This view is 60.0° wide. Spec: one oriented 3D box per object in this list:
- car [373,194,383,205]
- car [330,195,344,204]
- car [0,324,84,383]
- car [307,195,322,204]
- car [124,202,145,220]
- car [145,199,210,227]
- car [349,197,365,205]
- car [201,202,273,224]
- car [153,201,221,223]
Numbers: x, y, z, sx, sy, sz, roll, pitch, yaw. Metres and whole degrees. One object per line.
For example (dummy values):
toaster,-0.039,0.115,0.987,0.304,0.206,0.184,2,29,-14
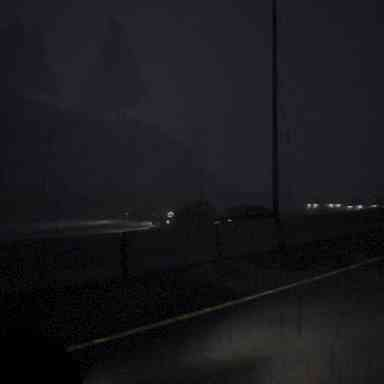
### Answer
car,29.423,1.154,51.561,2.097,1.767,4.553,0,0,32
car,25.479,1.313,58.458,2.128,1.511,4.902,0,0,31
car,-3.043,1.509,1.615,4.902,1.511,2.128,0,0,-36
car,21.976,1.332,59.460,2.128,1.511,4.902,0,0,32
car,-3.443,1.491,28.463,4.902,1.511,2.128,0,0,-42
car,-0.415,1.340,21.811,4.553,1.767,2.097,0,0,-42
car,26.286,1.419,53.090,1.895,1.301,4.718,0,0,33
car,3.088,1.474,20.220,4.892,1.490,1.837,0,0,-42
car,-0.288,1.531,26.556,5.357,1.411,2.033,0,0,-42
